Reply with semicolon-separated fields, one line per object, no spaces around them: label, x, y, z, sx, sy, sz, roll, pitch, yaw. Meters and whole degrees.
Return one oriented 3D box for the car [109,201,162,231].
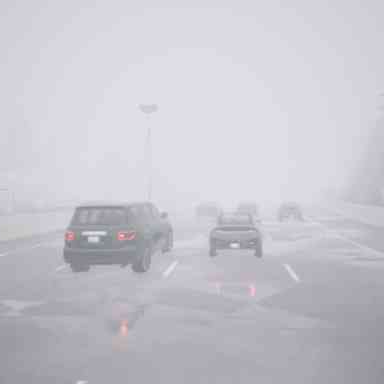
car;-3.742;1.537;23.030;2.097;1.767;4.553;-1;0;11

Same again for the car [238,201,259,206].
car;5.336;1.563;31.676;1.882;1.535;5.008;-1;0;14

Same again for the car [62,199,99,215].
car;-13.879;1.802;41.714;2.097;1.767;4.553;-1;0;16

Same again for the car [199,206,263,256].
car;1.751;1.536;13.238;2.128;1.511;4.902;-1;0;8

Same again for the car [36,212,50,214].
car;-17.789;2.109;40.767;1.895;1.301;4.718;-1;0;15

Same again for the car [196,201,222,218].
car;1.725;1.621;31.663;1.882;1.535;5.008;-1;0;14

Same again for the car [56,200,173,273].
car;-2.160;1.319;11.232;2.150;2.045;5.566;-1;0;8

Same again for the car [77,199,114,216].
car;-11.084;1.741;38.662;2.097;1.767;4.553;-1;0;15

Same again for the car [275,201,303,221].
car;7.872;1.525;27.019;1.837;1.490;4.892;-1;0;13
